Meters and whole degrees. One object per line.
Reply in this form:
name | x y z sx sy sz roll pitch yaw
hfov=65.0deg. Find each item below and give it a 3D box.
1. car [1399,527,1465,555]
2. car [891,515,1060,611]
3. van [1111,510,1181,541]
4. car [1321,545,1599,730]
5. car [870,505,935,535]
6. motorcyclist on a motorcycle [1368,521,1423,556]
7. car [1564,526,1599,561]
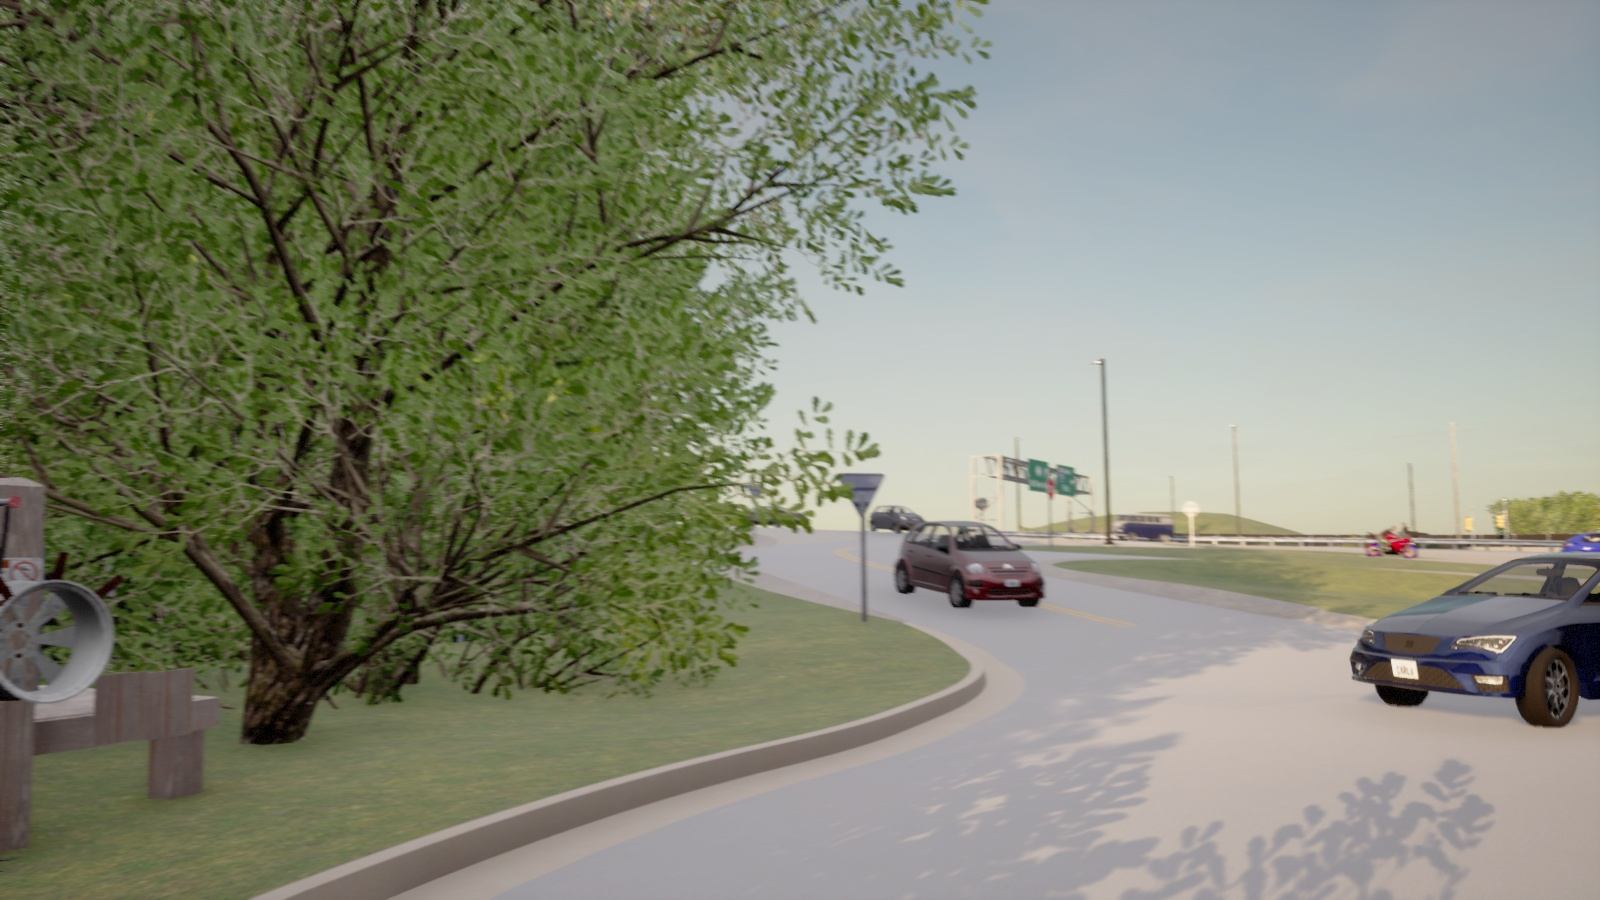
car | 43.664 6.288 86.781 3.866 1.878 1.905 -3 -6 30
car | 3.489 2.232 25.733 1.851 1.617 3.988 1 -1 -18
van | 24.022 5.268 87.214 4.442 1.987 1.775 3 -5 -18
car | 7.210 1.643 11.726 4.193 1.474 1.816 2 -5 -21
car | 5.525 3.776 67.897 1.845 1.501 3.633 1 -2 -28
motorcyclist on a motorcycle | 27.410 4.067 57.825 2.191 1.530 0.866 0 -4 31
car | 34.935 4.013 53.358 4.193 1.474 1.816 -1 -4 30
